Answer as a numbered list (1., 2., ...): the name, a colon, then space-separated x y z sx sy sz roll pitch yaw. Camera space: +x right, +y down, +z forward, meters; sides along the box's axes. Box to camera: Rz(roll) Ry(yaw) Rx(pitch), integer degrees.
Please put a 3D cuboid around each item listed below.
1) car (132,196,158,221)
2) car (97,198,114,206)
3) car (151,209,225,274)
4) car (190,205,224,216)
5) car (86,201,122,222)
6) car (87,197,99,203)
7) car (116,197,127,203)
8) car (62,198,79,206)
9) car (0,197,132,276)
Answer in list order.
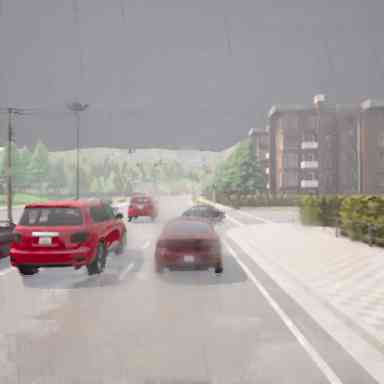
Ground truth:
1. car: -4.169 1.374 28.839 2.150 2.045 5.566 0 0 -2
2. car: -17.547 1.925 67.627 2.128 1.511 4.902 0 0 -1
3. car: -0.108 1.528 10.809 1.882 1.535 5.008 0 0 -1
4. car: 0.928 1.657 24.823 2.033 1.411 5.357 -1 0 21
5. car: -7.724 1.668 29.737 2.128 1.511 4.902 0 0 -3
6. car: -24.847 2.028 83.841 1.812 1.442 4.674 0 0 -1
7. car: -17.850 1.954 84.070 1.882 1.535 5.008 0 0 -1
8. car: -24.543 1.958 67.361 1.812 1.442 4.674 0 0 -1
9. car: -3.608 1.290 10.779 2.150 2.045 5.566 0 0 -1
